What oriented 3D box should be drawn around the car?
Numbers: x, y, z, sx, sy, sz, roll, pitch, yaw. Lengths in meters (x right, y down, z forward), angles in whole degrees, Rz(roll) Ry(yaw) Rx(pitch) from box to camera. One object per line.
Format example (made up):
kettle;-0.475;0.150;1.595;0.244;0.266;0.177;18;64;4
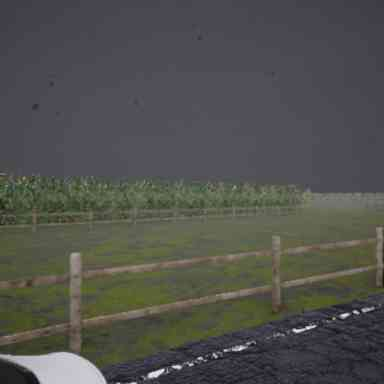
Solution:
car;-2.462;1.523;1.004;4.674;1.442;1.812;1;-1;-34
